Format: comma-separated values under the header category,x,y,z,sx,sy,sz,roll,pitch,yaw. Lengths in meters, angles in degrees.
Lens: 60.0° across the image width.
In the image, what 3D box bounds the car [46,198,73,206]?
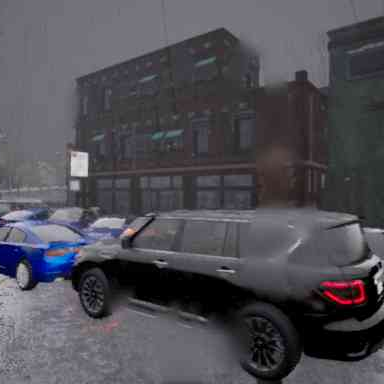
category,x,y,z,sx,sy,sz,roll,pitch,yaw
car,-28.172,2.134,70.809,4.892,1.521,2.231,-1,-1,15

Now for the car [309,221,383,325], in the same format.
category,x,y,z,sx,sy,sz,roll,pitch,yaw
car,4.103,1.631,8.067,2.163,1.488,4.792,1,-1,17

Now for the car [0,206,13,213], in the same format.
category,x,y,z,sx,sy,sz,roll,pitch,yaw
car,-7.886,1.628,17.141,2.097,1.535,5.008,0,-1,17

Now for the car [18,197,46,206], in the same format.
category,x,y,z,sx,sy,sz,roll,pitch,yaw
car,-31.705,1.930,65.900,4.553,1.767,2.185,-1,-1,15

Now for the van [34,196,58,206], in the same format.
category,x,y,z,sx,sy,sz,roll,pitch,yaw
van,-30.036,1.870,68.374,4.442,1.987,1.878,-1,-1,15

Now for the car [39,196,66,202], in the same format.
category,x,y,z,sx,sy,sz,roll,pitch,yaw
car,-21.508,1.688,50.986,5.566,2.045,2.435,1,0,15

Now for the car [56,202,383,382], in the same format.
category,x,y,z,sx,sy,sz,roll,pitch,yaw
car,0.226,1.293,5.816,5.566,2.045,2.150,0,-1,37

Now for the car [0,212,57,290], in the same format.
category,x,y,z,sx,sy,sz,roll,pitch,yaw
car,-4.542,1.555,9.409,5.008,1.535,1.882,0,-1,37

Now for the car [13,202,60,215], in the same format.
category,x,y,z,sx,sy,sz,roll,pitch,yaw
car,-5.462,1.497,15.368,2.185,1.767,4.553,1,-1,17

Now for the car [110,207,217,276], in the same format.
category,x,y,z,sx,sy,sz,roll,pitch,yaw
car,-0.698,1.484,11.691,2.185,1.767,4.553,0,-1,17

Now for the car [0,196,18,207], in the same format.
category,x,y,z,sx,sy,sz,roll,pitch,yaw
car,-35.211,1.726,60.961,5.566,2.045,2.435,-1,-1,16

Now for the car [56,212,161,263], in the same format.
category,x,y,z,sx,sy,sz,roll,pitch,yaw
car,-3.081,1.656,13.528,2.002,1.452,4.674,1,-1,17

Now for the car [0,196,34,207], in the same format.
category,x,y,z,sx,sy,sz,roll,pitch,yaw
car,-33.402,1.765,63.430,5.566,2.045,2.435,-1,-1,15

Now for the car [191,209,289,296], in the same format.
category,x,y,z,sx,sy,sz,roll,pitch,yaw
car,1.696,1.479,9.882,2.185,1.767,4.553,0,-1,17

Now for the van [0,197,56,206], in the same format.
category,x,y,z,sx,sy,sz,roll,pitch,yaw
van,-10.246,1.412,19.070,1.878,1.987,4.442,0,-1,17

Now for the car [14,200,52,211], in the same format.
category,x,y,z,sx,sy,sz,roll,pitch,yaw
car,-23.228,1.931,48.564,4.792,1.488,2.163,1,0,15
